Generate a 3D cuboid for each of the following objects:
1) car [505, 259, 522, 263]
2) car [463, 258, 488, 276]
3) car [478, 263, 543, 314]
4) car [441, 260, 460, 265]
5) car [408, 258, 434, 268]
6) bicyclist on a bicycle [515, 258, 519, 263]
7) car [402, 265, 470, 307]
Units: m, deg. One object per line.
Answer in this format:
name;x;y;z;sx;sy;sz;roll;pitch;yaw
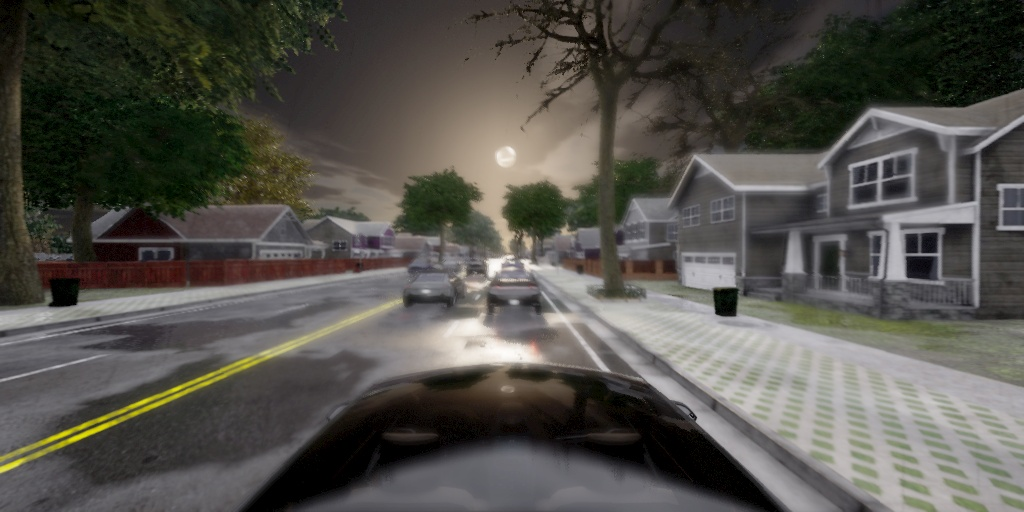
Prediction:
car;0.100;1.032;32.251;2.097;1.767;4.553;0;0;0
car;-3.148;1.187;33.713;1.837;1.490;4.892;0;0;0
car;0.091;1.204;13.491;2.128;1.511;4.902;0;0;0
car;-6.588;1.204;38.874;1.812;1.442;4.674;0;0;0
car;-9.836;1.031;39.072;2.097;1.767;4.553;0;0;0
bicyclist on a bicycle;0.899;1.133;55.019;0.582;1.620;1.656;0;0;0
car;-3.155;1.271;15.218;1.994;1.385;4.181;0;0;0
